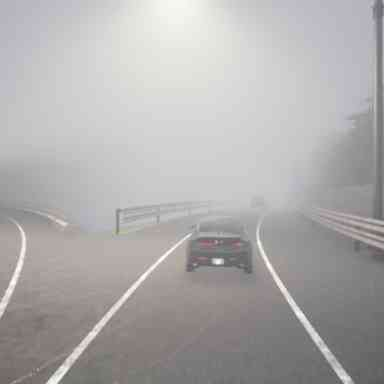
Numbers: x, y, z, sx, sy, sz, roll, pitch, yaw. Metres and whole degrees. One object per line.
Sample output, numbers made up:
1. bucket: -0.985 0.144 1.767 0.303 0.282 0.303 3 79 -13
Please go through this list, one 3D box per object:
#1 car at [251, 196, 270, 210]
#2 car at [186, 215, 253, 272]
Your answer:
1. car: 10.536 1.704 52.388 2.150 2.045 5.566 0 -1 17
2. car: 0.930 1.530 10.904 1.837 1.490 4.892 0 0 6
